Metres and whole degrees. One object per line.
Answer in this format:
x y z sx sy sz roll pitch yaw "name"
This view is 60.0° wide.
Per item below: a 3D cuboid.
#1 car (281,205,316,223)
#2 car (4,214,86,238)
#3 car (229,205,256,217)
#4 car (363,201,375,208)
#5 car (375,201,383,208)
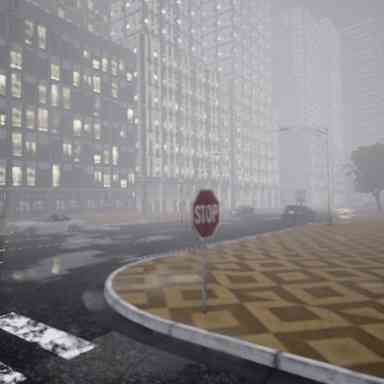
10.287 1.981 31.931 2.097 1.767 4.553 -2 -2 36 "car"
-9.458 2.135 21.656 1.895 1.301 4.718 -2 -2 36 "car"
6.632 2.462 43.549 2.128 1.511 4.902 -2 -2 37 "car"
44.716 3.206 84.345 1.837 1.490 4.892 -2 -2 36 "car"
47.539 3.198 82.698 1.994 1.385 4.181 -2 -2 36 "car"
